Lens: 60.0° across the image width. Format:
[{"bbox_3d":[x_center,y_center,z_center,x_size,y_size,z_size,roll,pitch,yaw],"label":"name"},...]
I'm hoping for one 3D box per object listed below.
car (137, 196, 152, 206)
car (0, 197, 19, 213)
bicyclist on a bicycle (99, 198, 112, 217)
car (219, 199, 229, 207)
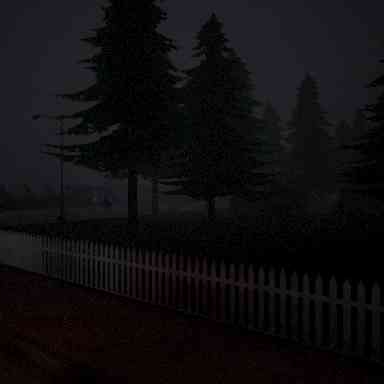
[{"bbox_3d":[-7.938,1.351,52.495,2.097,1.767,4.553,0,0,35],"label":"car"},{"bbox_3d":[-20.403,1.352,34.218,2.097,1.767,4.553,0,0,34],"label":"car"},{"bbox_3d":[-7.203,1.302,27.872,1.656,1.620,0.582,0,0,34],"label":"bicyclist on a bicycle"},{"bbox_3d":[4.279,1.222,51.484,2.150,2.045,5.566,0,0,34],"label":"car"}]
